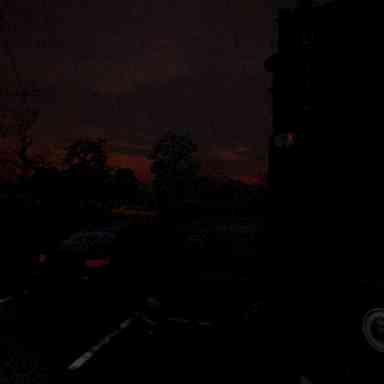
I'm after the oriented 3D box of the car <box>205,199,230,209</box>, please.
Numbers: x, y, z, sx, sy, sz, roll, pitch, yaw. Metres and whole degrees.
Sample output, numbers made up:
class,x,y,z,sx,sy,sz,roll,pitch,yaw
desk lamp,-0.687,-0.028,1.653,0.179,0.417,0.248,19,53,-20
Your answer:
class,x,y,z,sx,sy,sz,roll,pitch,yaw
car,6.000,2.788,78.821,5.566,2.045,2.435,1,-1,15

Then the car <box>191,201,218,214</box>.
class,x,y,z,sx,sy,sz,roll,pitch,yaw
car,0.016,2.223,38.198,5.008,1.535,2.097,2,0,15

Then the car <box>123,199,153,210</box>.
class,x,y,z,sx,sy,sz,roll,pitch,yaw
car,-9.165,2.108,56.774,4.553,1.767,2.185,1,-1,15

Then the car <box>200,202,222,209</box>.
class,x,y,z,sx,sy,sz,roll,pitch,yaw
car,4.363,2.980,76.359,4.792,1.488,2.163,1,-2,15

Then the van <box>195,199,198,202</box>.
class,x,y,z,sx,sy,sz,roll,pitch,yaw
van,-0.619,2.457,69.001,4.442,1.987,1.878,1,-2,15

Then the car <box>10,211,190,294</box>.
class,x,y,z,sx,sy,sz,roll,pitch,yaw
car,-1.747,1.425,8.186,2.002,1.452,4.674,1,0,15

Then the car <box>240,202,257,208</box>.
class,x,y,z,sx,sy,sz,roll,pitch,yaw
car,15.908,3.602,93.586,4.792,1.488,2.163,1,-1,13

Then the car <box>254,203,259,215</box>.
class,x,y,z,sx,sy,sz,roll,pitch,yaw
car,6.855,2.612,48.081,4.792,1.488,2.163,2,0,15

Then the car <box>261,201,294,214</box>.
class,x,y,z,sx,sy,sz,roll,pitch,yaw
car,15.474,2.783,60.426,5.566,2.045,2.435,2,-1,15

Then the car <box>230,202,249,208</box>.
class,x,y,z,sx,sy,sz,roll,pitch,yaw
car,12.692,3.396,88.630,5.008,1.535,2.097,1,-1,14

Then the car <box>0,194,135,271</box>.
class,x,y,z,sx,sy,sz,roll,pitch,yaw
car,-4.150,1.084,9.933,2.435,2.045,5.566,1,0,16

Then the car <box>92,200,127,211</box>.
class,x,y,z,sx,sy,sz,roll,pitch,yaw
car,-12.794,2.072,51.548,4.792,1.488,2.163,1,-2,15

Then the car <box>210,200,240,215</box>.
class,x,y,z,sx,sy,sz,roll,pitch,yaw
car,3.432,2.277,43.154,4.553,1.767,2.185,2,-1,15

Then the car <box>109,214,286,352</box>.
class,x,y,z,sx,sy,sz,roll,pitch,yaw
car,0.664,1.435,6.473,2.231,1.521,4.892,1,0,16

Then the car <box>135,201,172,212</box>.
class,x,y,z,sx,sy,sz,roll,pitch,yaw
car,-4.994,1.929,30.724,5.366,1.575,1.946,2,-1,15

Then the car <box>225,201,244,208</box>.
class,x,y,z,sx,sy,sz,roll,pitch,yaw
car,11.068,3.182,86.166,4.553,1.767,2.185,1,-1,14

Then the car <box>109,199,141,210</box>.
class,x,y,z,sx,sy,sz,roll,pitch,yaw
car,-10.918,2.018,54.351,4.553,1.767,2.185,1,-2,15

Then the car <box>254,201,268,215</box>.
class,x,y,z,sx,sy,sz,roll,pitch,yaw
car,8.578,2.421,50.550,5.566,2.045,2.435,2,0,15

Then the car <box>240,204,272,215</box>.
class,x,y,z,sx,sy,sz,roll,pitch,yaw
car,10.276,2.791,53.022,4.792,1.488,2.163,2,0,15

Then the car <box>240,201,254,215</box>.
class,x,y,z,sx,sy,sz,roll,pitch,yaw
car,5.154,2.241,45.610,5.566,2.045,2.435,2,0,15

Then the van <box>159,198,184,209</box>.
class,x,y,z,sx,sy,sz,roll,pitch,yaw
van,-4.001,2.278,64.102,4.442,1.987,1.878,1,-2,15

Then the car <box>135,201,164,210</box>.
class,x,y,z,sx,sy,sz,roll,pitch,yaw
car,-7.506,2.363,59.232,4.674,1.452,2.002,1,-2,15

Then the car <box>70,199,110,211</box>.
class,x,y,z,sx,sy,sz,roll,pitch,yaw
car,-14.934,1.934,48.806,5.366,1.575,1.946,1,-1,15

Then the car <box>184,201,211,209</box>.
class,x,y,z,sx,sy,sz,roll,pitch,yaw
car,1.135,2.770,71.423,5.366,1.575,1.946,1,-2,15

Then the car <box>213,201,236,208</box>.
class,x,y,z,sx,sy,sz,roll,pitch,yaw
car,7.884,3.128,81.220,5.366,1.575,1.946,1,-2,14

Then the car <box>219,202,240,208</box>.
class,x,y,z,sx,sy,sz,roll,pitch,yaw
car,9.380,3.219,83.711,4.892,1.521,2.231,1,-1,14

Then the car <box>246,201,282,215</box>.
class,x,y,z,sx,sy,sz,roll,pitch,yaw
car,12.055,2.603,55.488,5.566,2.045,2.435,2,-1,15

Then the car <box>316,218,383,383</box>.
class,x,y,z,sx,sy,sz,roll,pitch,yaw
car,3.083,1.359,4.780,2.185,1.767,4.553,2,0,16

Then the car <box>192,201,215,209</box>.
class,x,y,z,sx,sy,sz,roll,pitch,yaw
car,2.615,2.889,73.919,4.792,1.488,2.163,1,-1,15

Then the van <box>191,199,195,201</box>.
class,x,y,z,sx,sy,sz,roll,pitch,yaw
van,-2.311,2.367,66.551,4.442,1.987,1.878,1,-2,15

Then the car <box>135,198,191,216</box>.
class,x,y,z,sx,sy,sz,roll,pitch,yaw
car,-3.406,1.780,33.251,5.566,2.045,2.435,2,-1,15

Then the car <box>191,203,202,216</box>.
class,x,y,z,sx,sy,sz,roll,pitch,yaw
car,-1.720,2.169,35.720,4.674,1.452,2.002,2,0,15

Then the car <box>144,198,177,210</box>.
class,x,y,z,sx,sy,sz,roll,pitch,yaw
car,-5.835,2.161,61.688,5.566,2.045,2.435,1,-1,15
